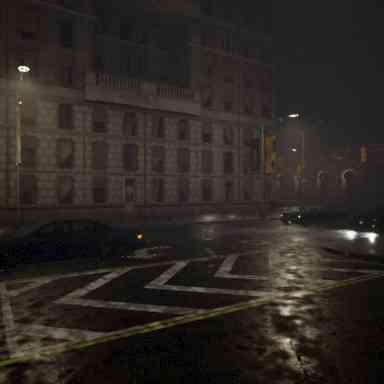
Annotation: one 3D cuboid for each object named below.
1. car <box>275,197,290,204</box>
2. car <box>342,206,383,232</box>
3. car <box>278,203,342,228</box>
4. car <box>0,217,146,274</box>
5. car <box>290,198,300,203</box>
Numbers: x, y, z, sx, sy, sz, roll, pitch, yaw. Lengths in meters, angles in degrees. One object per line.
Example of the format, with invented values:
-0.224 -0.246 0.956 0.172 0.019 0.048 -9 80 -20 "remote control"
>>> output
11.717 1.549 50.588 2.033 1.411 5.357 0 0 -32 "car"
11.401 1.570 20.104 4.181 1.385 1.994 0 0 -31 "car"
8.072 1.602 22.194 4.718 1.301 1.895 0 0 -31 "car"
-4.209 1.547 10.727 5.357 1.411 2.033 0 0 -31 "car"
14.860 1.527 52.170 1.812 1.442 4.674 0 0 -31 "car"
